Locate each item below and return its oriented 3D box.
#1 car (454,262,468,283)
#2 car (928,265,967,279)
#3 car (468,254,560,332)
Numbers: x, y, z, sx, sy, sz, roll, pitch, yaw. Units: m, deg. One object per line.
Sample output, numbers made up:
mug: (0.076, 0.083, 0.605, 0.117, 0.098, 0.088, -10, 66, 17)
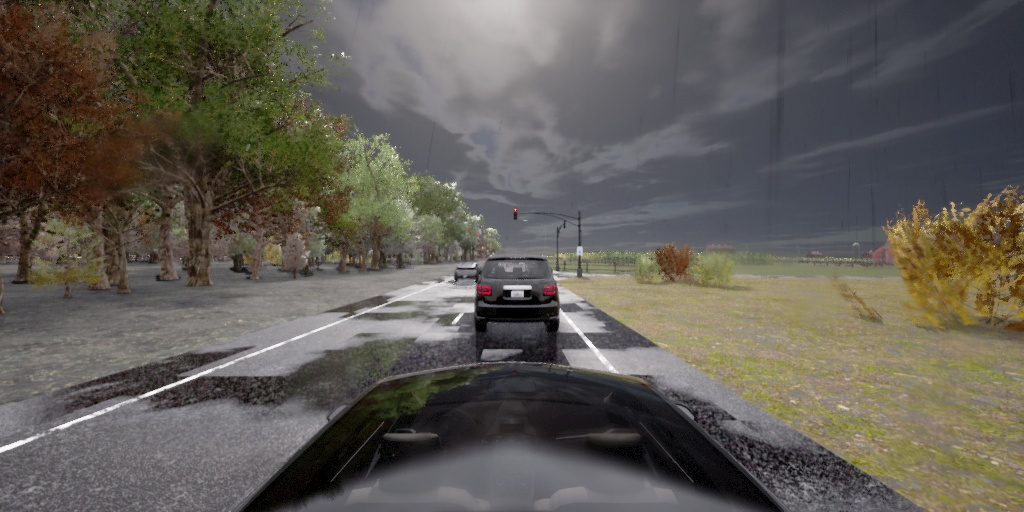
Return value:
car: (-3.348, 1.244, 28.175, 2.128, 1.511, 4.902, 0, 0, 0)
car: (48.590, 1.776, 39.226, 4.892, 1.490, 1.837, 1, -1, 0)
car: (0.119, 0.973, 10.945, 2.150, 2.045, 5.566, 0, 0, 0)
